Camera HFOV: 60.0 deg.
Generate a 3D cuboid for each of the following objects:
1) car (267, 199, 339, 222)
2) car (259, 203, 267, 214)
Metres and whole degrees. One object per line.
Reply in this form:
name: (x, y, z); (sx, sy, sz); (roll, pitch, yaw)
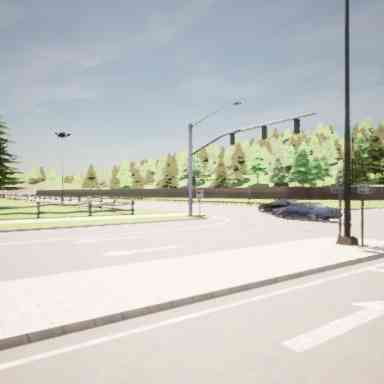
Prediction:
car: (8.860, 1.487, 26.102); (2.033, 1.411, 5.357); (0, 0, -36)
car: (8.709, 1.408, 32.250); (1.882, 1.535, 5.008); (0, 0, -36)
